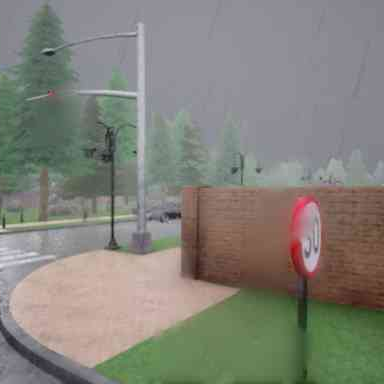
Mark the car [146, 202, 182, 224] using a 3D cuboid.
[{"bbox_3d":[-1.868,1.579,25.961,2.128,1.511,4.902,0,0,34],"label":"car"}]
